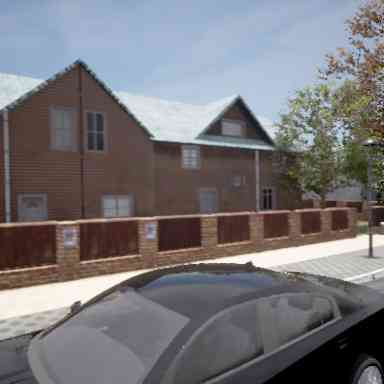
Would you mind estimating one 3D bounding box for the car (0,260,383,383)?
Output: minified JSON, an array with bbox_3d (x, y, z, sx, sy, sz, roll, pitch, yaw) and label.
[{"bbox_3d":[-0.063,1.498,3.015,5.008,1.535,1.882,0,0,-36],"label":"car"}]
